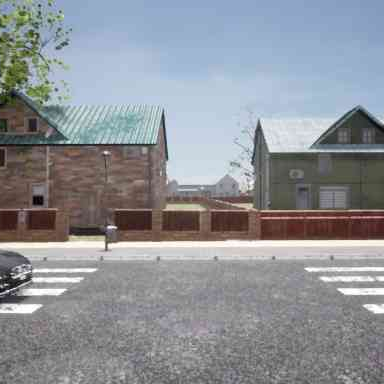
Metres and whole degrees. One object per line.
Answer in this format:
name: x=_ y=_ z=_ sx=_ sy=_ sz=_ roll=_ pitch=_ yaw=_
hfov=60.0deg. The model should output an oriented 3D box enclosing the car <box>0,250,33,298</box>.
car: x=-5.979 y=1.570 z=7.063 sx=4.892 sy=1.490 sz=1.837 roll=-1 pitch=-1 yaw=1
